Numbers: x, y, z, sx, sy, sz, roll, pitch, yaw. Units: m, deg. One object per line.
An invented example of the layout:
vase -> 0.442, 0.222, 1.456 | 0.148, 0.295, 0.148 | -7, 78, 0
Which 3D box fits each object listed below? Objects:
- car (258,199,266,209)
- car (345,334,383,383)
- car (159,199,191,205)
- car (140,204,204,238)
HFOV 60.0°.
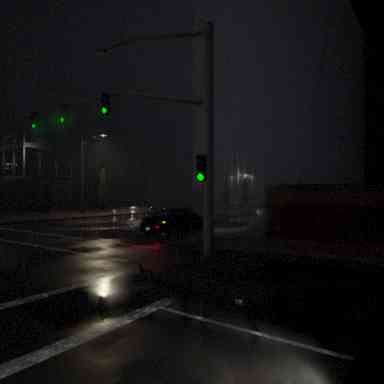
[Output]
car -> 11.026, 1.537, 46.709 | 1.882, 1.535, 5.008 | 0, 0, 36
car -> 3.539, 1.547, 1.465 | 5.357, 1.411, 2.033 | 0, 0, 35
car -> -1.769, 1.411, 28.929 | 2.097, 1.767, 4.553 | 0, 0, 36
car -> -0.816, 1.585, 18.076 | 1.812, 1.442, 4.674 | 0, 0, 36
